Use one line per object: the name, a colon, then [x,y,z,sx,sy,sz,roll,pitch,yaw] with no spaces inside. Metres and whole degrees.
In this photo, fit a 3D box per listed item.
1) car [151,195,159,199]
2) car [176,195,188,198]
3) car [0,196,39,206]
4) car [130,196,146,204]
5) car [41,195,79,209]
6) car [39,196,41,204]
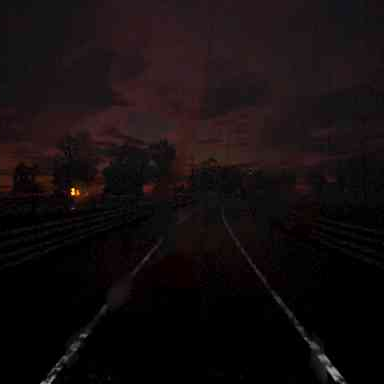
car: [-10.048,1.568,86.163,1.994,1.385,4.181,0,0,19]
car: [-3.402,1.533,83.967,2.033,1.411,5.357,0,0,19]
car: [-20.885,1.283,39.539,1.812,1.442,4.674,0,0,15]
car: [-10.236,1.414,63.309,1.994,1.385,4.181,0,0,17]
car: [-16.444,1.114,42.416,2.097,1.767,4.553,0,0,15]
car: [-22.098,1.286,48.115,1.837,1.490,4.892,0,0,16]
